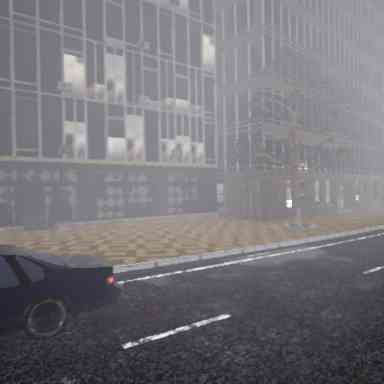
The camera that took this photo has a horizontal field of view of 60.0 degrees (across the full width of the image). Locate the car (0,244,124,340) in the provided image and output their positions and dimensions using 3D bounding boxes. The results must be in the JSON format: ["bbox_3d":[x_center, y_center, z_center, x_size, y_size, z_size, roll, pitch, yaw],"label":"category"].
[{"bbox_3d":[-3.798,1.558,5.007,5.357,1.411,2.033,0,0,-36],"label":"car"}]
